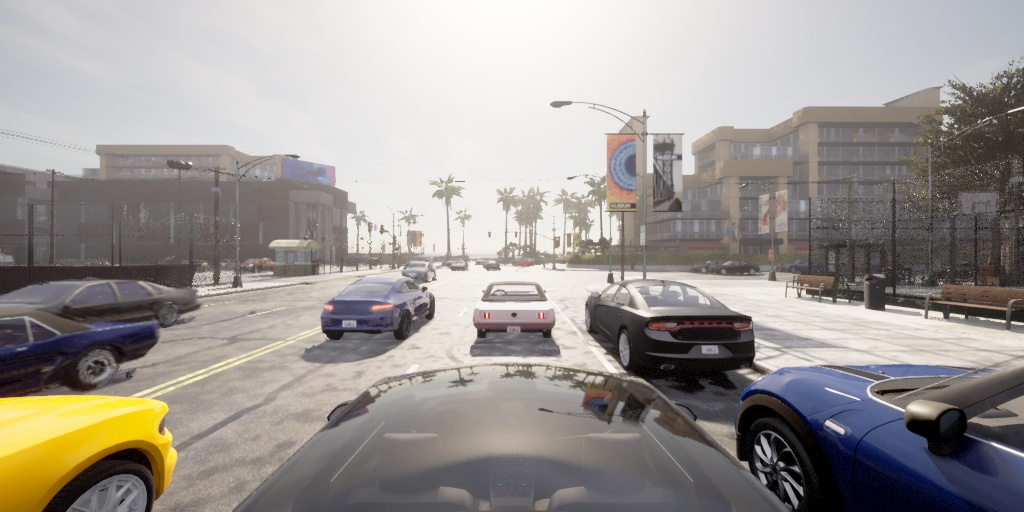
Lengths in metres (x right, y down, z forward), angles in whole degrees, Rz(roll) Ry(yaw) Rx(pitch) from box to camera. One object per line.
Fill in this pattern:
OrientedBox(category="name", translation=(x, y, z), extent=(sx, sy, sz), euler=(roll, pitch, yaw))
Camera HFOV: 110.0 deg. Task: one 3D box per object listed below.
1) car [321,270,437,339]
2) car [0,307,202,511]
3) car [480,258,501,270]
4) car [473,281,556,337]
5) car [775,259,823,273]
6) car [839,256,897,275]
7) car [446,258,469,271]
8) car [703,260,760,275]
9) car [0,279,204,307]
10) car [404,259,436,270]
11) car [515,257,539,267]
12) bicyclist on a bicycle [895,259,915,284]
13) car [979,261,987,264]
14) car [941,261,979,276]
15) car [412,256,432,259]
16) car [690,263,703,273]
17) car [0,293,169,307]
OrientedBox(category="car", translation=(-3.436, 1.276, 9.919), extent=(1.812, 1.442, 4.674), euler=(0, 0, 0))
OrientedBox(category="car", translation=(-3.403, 1.228, 0.562), extent=(1.882, 1.535, 5.008), euler=(0, 0, -1))
OrientedBox(category="car", translation=(-2.983, 1.314, 52.115), extent=(1.994, 1.385, 4.181), euler=(0, 0, -12))
OrientedBox(category="car", translation=(0.066, 1.351, 10.211), extent=(1.895, 1.301, 4.718), euler=(0, 0, 0))
OrientedBox(category="car", translation=(33.598, 1.103, 42.052), extent=(4.553, 1.767, 2.097), euler=(0, 0, 0))
OrientedBox(category="car", translation=(38.346, 0.972, 38.577), extent=(5.566, 2.045, 2.150), euler=(0, 0, 0))
OrientedBox(category="car", translation=(-6.993, 1.297, 48.265), extent=(2.033, 1.411, 5.357), euler=(0, 0, 1))
OrientedBox(category="car", translation=(23.761, 1.228, 38.484), extent=(5.008, 1.535, 1.882), euler=(0, 0, 0))
OrientedBox(category="car", translation=(-10.597, 1.297, 8.808), extent=(2.033, 1.411, 5.357), euler=(0, 0, 0))
OrientedBox(category="car", translation=(-7.090, 1.241, 27.694), extent=(2.128, 1.511, 4.902), euler=(0, 0, 0))
OrientedBox(category="car", translation=(2.738, 1.102, 65.398), extent=(2.097, 1.767, 4.553), euler=(0, 0, 20))
OrientedBox(category="bicyclist on a bicycle", translation=(26.082, 1.050, 24.024), extent=(0.582, 1.620, 1.656), euler=(0, 0, 0))
OrientedBox(category="car", translation=(45.218, 1.241, 31.573), extent=(4.902, 1.511, 2.128), euler=(0, 0, 0))
OrientedBox(category="car", translation=(45.187, 1.241, 35.073), extent=(4.902, 1.511, 2.128), euler=(0, 0, 0))
OrientedBox(category="car", translation=(-10.559, 0.974, 41.572), extent=(2.150, 2.045, 5.566), euler=(0, 0, 0))
OrientedBox(category="car", translation=(23.418, 1.255, 41.981), extent=(4.892, 1.490, 1.837), euler=(0, 0, 0))
OrientedBox(category="car", translation=(-7.099, 1.351, 4.016), extent=(1.895, 1.301, 4.718), euler=(0, 0, 0))
